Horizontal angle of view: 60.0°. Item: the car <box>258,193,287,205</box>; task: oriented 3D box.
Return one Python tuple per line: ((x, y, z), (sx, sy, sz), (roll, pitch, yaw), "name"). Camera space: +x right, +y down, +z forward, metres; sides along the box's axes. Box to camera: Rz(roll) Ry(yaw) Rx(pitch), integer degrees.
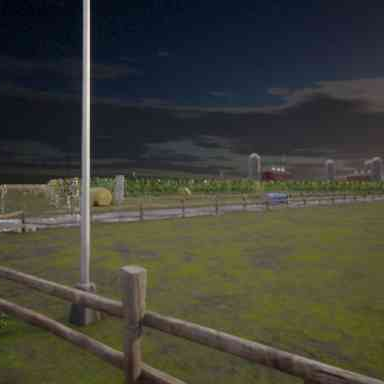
((10.439, 0.824, 42.690), (5.008, 1.535, 1.882), (-1, 2, -44), "car")
